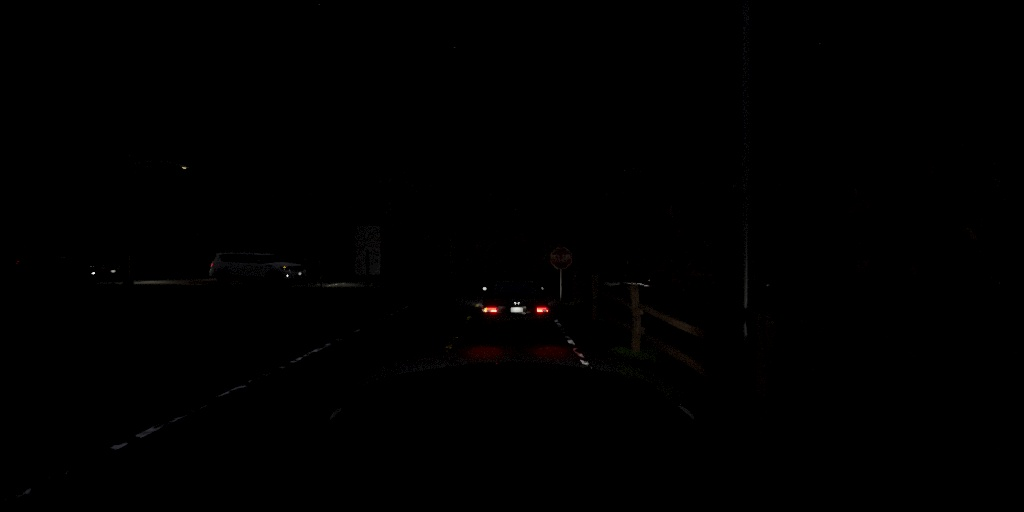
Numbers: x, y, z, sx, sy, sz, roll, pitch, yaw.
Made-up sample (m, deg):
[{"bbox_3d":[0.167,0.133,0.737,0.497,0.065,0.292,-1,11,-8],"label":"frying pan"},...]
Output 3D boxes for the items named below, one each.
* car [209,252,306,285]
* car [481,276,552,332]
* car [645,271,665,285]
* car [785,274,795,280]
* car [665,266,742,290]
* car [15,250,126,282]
[{"bbox_3d":[-16.816,0.789,23.816,5.566,2.045,2.150,1,0,1],"label":"car"},{"bbox_3d":[0.060,1.297,10.844,2.033,1.411,5.357,0,0,-1],"label":"car"},{"bbox_3d":[12.810,1.457,26.509,5.357,1.411,2.033,1,0,0],"label":"car"},{"bbox_3d":[22.704,1.529,26.419,4.892,1.490,1.837,1,0,0],"label":"car"},{"bbox_3d":[13.163,1.403,23.555,5.008,1.535,1.882,1,0,1],"label":"car"},{"bbox_3d":[-29.385,0.631,23.937,5.566,2.045,2.150,1,0,0],"label":"car"}]
